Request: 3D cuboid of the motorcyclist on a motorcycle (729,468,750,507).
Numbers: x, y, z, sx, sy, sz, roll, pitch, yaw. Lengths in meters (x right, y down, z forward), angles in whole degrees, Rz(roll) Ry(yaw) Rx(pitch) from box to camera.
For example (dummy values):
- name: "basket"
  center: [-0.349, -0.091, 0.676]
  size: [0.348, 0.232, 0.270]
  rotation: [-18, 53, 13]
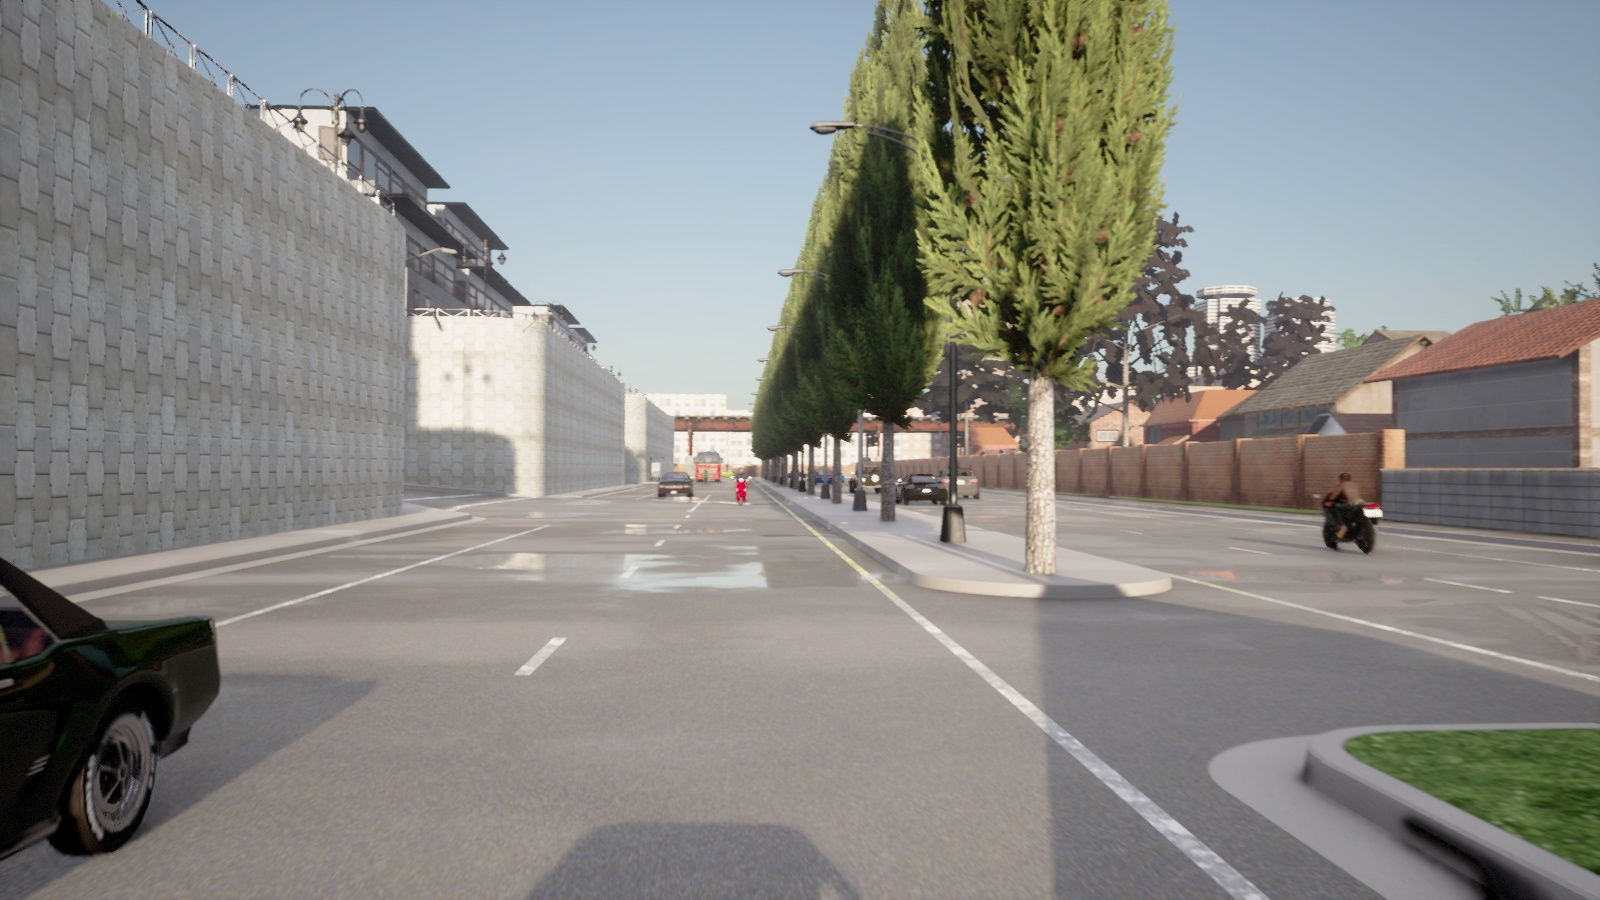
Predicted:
- name: "motorcyclist on a motorcycle"
  center: [-2.519, 1.553, 52.515]
  size: [0.866, 1.590, 1.817]
  rotation: [0, -1, -3]

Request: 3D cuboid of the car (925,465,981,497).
- name: "car"
  center: [8.210, 1.647, 67.901]
  size: [2.242, 1.667, 4.611]
  rotation: [0, -1, -3]

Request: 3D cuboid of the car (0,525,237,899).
- name: "car"
  center: [-3.591, 0.986, 3.725]
  size: [1.895, 1.301, 4.718]
  rotation: [0, -1, -2]

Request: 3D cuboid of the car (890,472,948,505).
- name: "car"
  center: [5.296, 1.704, 56.297]
  size: [1.994, 1.385, 4.181]
  rotation: [0, -1, -3]

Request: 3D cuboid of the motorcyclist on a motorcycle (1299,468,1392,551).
- name: "motorcyclist on a motorcycle"
  center: [10.435, 1.110, 24.122]
  size: [0.797, 1.523, 2.044]
  rotation: [0, -1, -3]

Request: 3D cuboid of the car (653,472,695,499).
- name: "car"
  center: [-6.864, 1.939, 69.006]
  size: [2.033, 1.411, 5.357]
  rotation: [0, -1, -3]

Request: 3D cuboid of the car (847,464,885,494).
- name: "car"
  center: [4.125, 1.812, 79.315]
  size: [1.932, 1.855, 4.605]
  rotation: [0, -1, -3]
